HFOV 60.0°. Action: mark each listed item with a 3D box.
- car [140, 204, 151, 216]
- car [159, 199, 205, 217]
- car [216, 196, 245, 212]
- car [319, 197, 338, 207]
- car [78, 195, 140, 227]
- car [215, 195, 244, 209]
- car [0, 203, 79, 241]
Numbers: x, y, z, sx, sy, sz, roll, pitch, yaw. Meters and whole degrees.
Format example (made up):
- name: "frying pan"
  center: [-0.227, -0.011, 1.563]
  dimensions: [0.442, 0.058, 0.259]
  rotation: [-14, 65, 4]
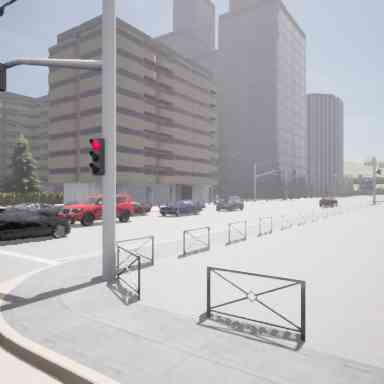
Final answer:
- name: "car"
  center: [-5.984, 1.601, 30.582]
  dimensions: [1.895, 1.301, 4.718]
  rotation: [0, 0, 35]
- name: "car"
  center: [-1.036, 1.601, 31.593]
  dimensions: [1.895, 1.301, 4.718]
  rotation: [0, 0, 35]
- name: "car"
  center: [4.650, 1.526, 39.814]
  dimensions: [1.812, 1.442, 4.674]
  rotation: [0, 0, 35]
- name: "car"
  center: [20.846, 1.478, 50.674]
  dimensions: [1.882, 1.535, 5.008]
  rotation: [0, 0, 35]
- name: "car"
  center: [-6.582, 1.221, 23.549]
  dimensions: [2.150, 2.045, 5.566]
  rotation: [0, 0, 35]
- name: "car"
  center: [5.356, 1.352, 46.961]
  dimensions: [2.097, 1.767, 4.553]
  rotation: [0, 0, 35]
- name: "car"
  center: [-7.996, 1.477, 15.106]
  dimensions: [1.882, 1.535, 5.008]
  rotation: [0, 0, 37]
